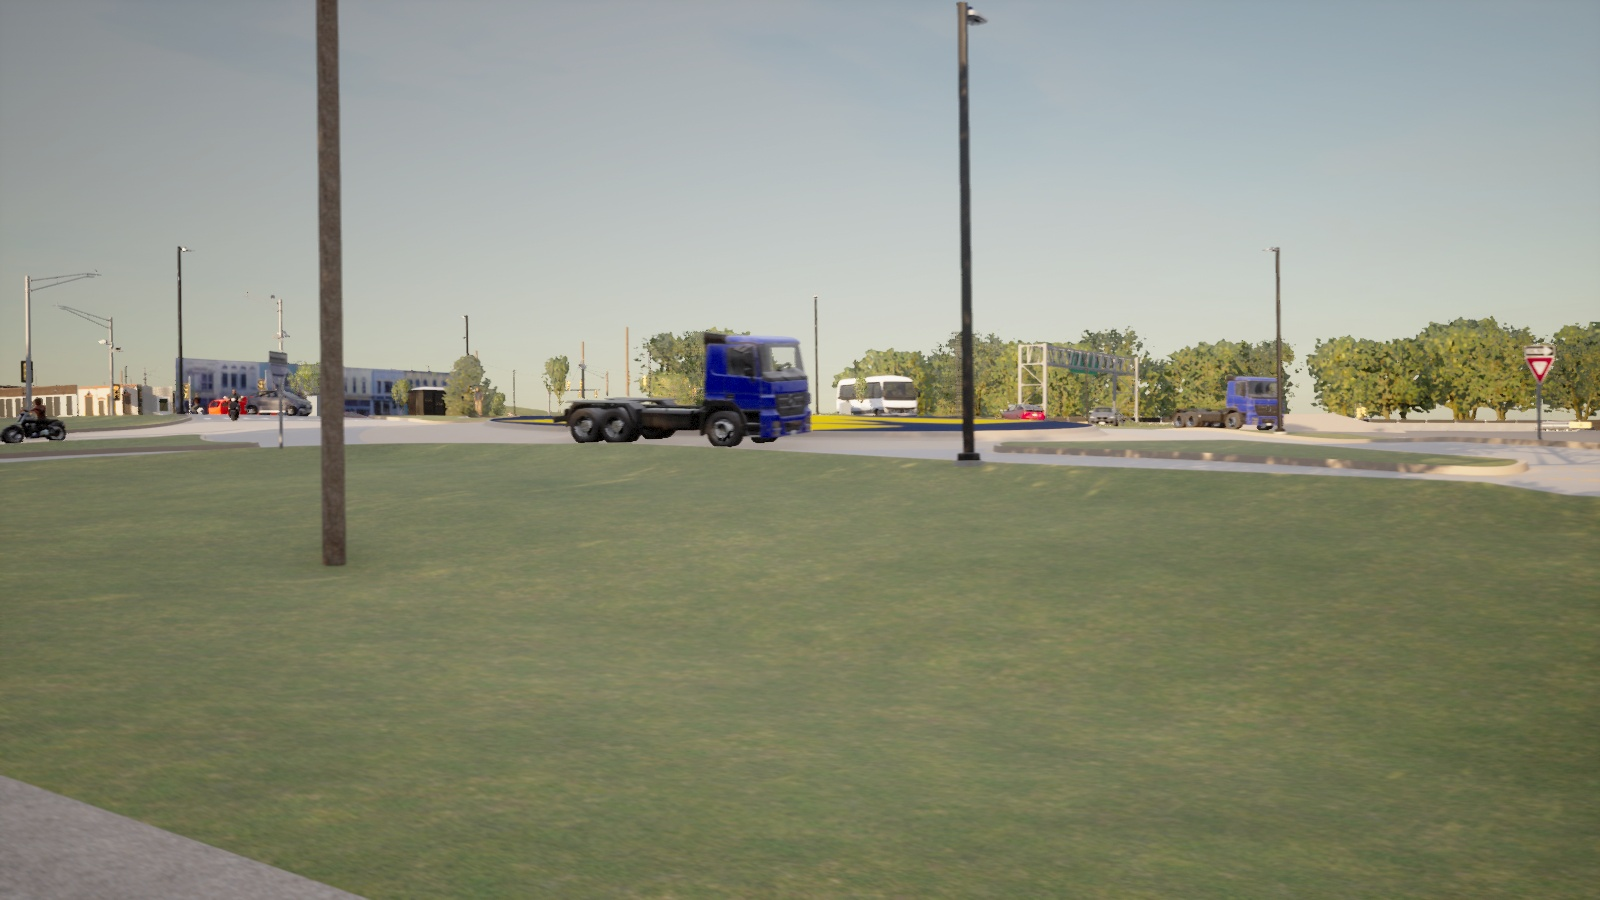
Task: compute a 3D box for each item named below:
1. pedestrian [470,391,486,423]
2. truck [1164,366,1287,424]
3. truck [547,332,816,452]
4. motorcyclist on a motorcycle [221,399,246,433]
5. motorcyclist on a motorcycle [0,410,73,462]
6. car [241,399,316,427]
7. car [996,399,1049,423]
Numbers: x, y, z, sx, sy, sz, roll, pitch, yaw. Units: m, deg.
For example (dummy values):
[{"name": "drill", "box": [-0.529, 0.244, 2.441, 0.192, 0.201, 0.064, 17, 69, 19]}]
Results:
[{"name": "pedestrian", "box": [-19.150, -2.533, 74.657, 0.540, 1.848, 0.694, -2, 0, 18]}, {"name": "truck", "box": [27.042, -3.473, 80.224, 2.891, 3.462, 7.936, -1, 2, -22]}, {"name": "truck", "box": [-3.732, -1.861, 39.189, 7.936, 3.462, 2.891, 1, 6, 27]}, {"name": "motorcyclist on a motorcycle", "box": [-27.590, -1.688, 61.219, 0.866, 1.590, 1.817, -2, 3, -18]}, {"name": "motorcyclist on a motorcycle", "box": [-26.741, -0.516, 43.808, 0.766, 1.649, 2.350, -2, 3, 21]}, {"name": "car", "box": [-30.815, -2.184, 74.305, 3.705, 1.549, 1.789, -1, -1, 9]}, {"name": "car", "box": [14.813, -2.610, 83.836, 2.007, 1.525, 4.514, 1, 3, -10]}]
